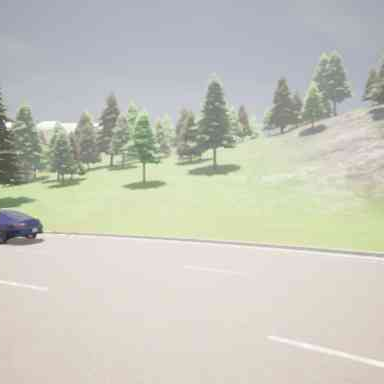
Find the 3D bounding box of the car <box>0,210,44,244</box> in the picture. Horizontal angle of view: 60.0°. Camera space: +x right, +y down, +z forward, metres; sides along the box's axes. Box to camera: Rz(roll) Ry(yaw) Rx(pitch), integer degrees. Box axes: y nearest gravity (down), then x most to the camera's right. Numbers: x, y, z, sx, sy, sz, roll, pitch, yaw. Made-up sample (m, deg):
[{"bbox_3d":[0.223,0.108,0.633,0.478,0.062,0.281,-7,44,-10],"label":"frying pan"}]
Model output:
[{"bbox_3d":[-9.252,1.561,15.666,4.674,1.442,1.812,0,0,18],"label":"car"}]
